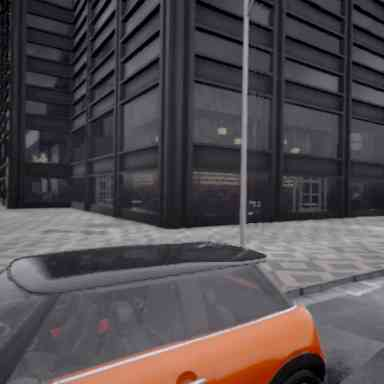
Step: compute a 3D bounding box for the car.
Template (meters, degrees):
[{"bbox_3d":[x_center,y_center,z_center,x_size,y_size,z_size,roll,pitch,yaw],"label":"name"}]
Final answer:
[{"bbox_3d":[-1.015,1.317,2.720,4.553,1.767,2.097,0,0,-33],"label":"car"}]
